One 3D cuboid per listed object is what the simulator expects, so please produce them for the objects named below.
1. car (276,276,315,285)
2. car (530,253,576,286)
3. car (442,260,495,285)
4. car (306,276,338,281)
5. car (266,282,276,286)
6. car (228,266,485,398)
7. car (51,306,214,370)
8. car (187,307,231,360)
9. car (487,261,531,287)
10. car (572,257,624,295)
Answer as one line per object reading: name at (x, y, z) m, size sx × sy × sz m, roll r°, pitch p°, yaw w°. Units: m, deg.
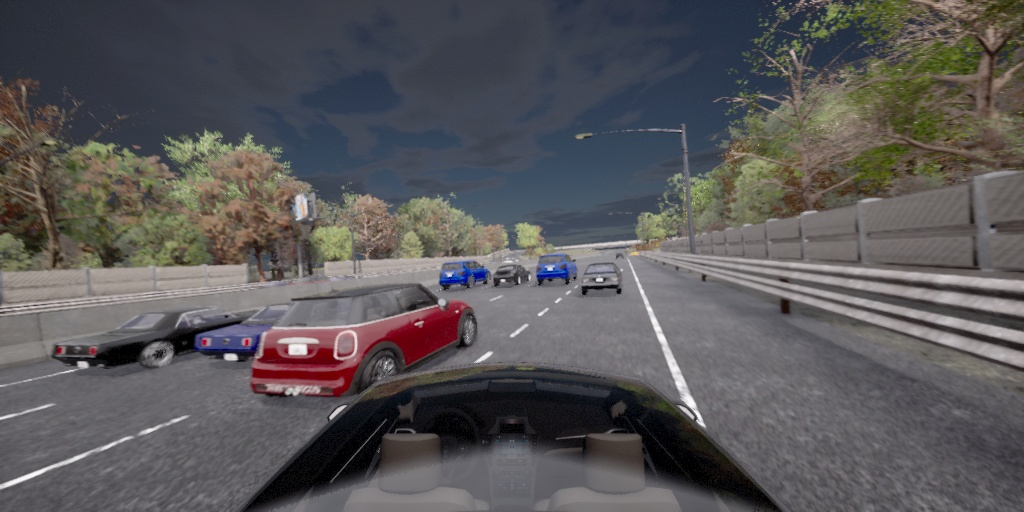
car at (-19.611, 2.775, 34.619) m, size 2.097 × 1.767 × 4.553 m, roll -4°, pitch 0°, yaw 18°
car at (3.205, 0.857, 25.119) m, size 2.150 × 2.045 × 5.566 m, roll -4°, pitch 0°, yaw 17°
car at (-3.469, 1.375, 27.164) m, size 2.150 × 2.045 × 5.566 m, roll -4°, pitch 0°, yaw 17°
car at (-16.152, 2.704, 33.954) m, size 2.033 × 1.411 × 5.357 m, roll -4°, pitch 0°, yaw 17°
car at (-23.000, 3.232, 35.434) m, size 2.033 × 1.411 × 5.357 m, roll -4°, pitch 0°, yaw 17°
car at (-2.409, 1.312, 7.126) m, size 2.097 × 1.767 × 4.553 m, roll -4°, pitch 0°, yaw 17°
car at (-8.801, 2.063, 10.017) m, size 1.895 × 1.301 × 4.718 m, roll -4°, pitch 0°, yaw 17°
car at (-5.257, 1.791, 9.649) m, size 1.895 × 1.301 × 4.718 m, roll -4°, pitch 0°, yaw 17°
car at (0.077, 1.388, 26.738) m, size 1.837 × 1.490 × 4.892 m, roll -4°, pitch 0°, yaw 17°
car at (4.558, 1.040, 18.001) m, size 2.033 × 1.411 × 5.357 m, roll -4°, pitch 0°, yaw 17°
